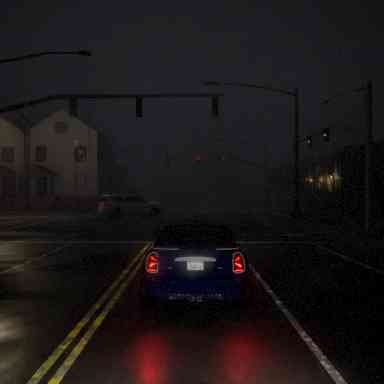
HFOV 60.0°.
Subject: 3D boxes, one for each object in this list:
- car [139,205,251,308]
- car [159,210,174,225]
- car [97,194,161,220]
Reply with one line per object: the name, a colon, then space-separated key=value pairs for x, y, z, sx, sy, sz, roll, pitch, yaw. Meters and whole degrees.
car: x=0.081 y=1.352 z=8.112 sx=2.097 sy=1.767 sz=4.553 roll=0 pitch=0 yaw=0
car: x=-3.543 y=3.673 z=46.730 sx=1.812 sy=1.442 sz=4.674 roll=-1 pitch=-13 yaw=-1
car: x=-5.191 y=1.222 z=28.232 sx=5.566 sy=2.045 sz=2.150 roll=0 pitch=1 yaw=-28
